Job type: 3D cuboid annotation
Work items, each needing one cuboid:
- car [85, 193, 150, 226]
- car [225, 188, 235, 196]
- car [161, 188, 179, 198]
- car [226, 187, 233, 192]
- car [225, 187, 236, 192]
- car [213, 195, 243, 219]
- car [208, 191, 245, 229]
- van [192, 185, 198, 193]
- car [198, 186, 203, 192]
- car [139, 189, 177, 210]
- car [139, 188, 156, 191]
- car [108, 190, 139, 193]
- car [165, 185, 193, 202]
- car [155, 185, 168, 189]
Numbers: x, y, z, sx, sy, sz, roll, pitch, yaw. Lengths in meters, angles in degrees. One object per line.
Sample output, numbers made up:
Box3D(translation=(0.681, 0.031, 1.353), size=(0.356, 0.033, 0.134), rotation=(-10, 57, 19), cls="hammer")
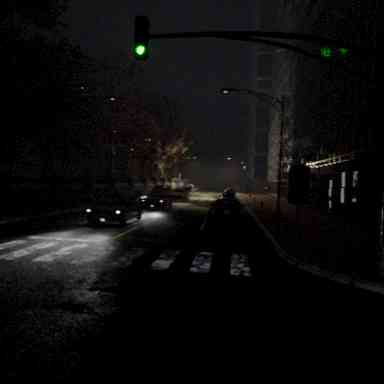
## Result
Box3D(translation=(-3.948, 0.943, 17.841), size=(1.895, 1.301, 4.718), rotation=(2, 2, 7), cls="car")
Box3D(translation=(7.215, 0.000, 63.693), size=(1.752, 1.417, 4.829), rotation=(3, 2, 7), cls="car")
Box3D(translation=(-3.095, 0.128, 47.561), size=(1.802, 1.307, 4.206), rotation=(3, 2, 7), cls="car")
Box3D(translation=(10.474, -0.656, 91.734), size=(1.802, 1.307, 4.206), rotation=(3, 2, 7), cls="car")
Box3D(translation=(5.224, 0.457, 46.598), size=(1.947, 1.339, 4.313), rotation=(3, 2, 7), cls="car")
Box3D(translation=(2.601, 0.987, 24.031), size=(1.947, 1.339, 4.313), rotation=(3, 2, 7), cls="car")
Box3D(translation=(1.950, 0.993, 18.387), size=(1.967, 1.590, 4.097), rotation=(3, 2, 7), cls="car")
Box3D(translation=(-0.458, -0.666, 70.129), size=(1.690, 1.788, 3.998), rotation=(3, 2, 7), cls="van")
Box3D(translation=(0.844, -0.712, 81.423), size=(1.802, 1.307, 4.206), rotation=(3, 2, 7), cls="car")
Box3D(translation=(-2.795, 0.712, 27.757), size=(1.895, 1.301, 4.718), rotation=(2, 2, 7), cls="car")
Box3D(translation=(-5.062, 0.496, 30.631), size=(2.008, 1.369, 4.403), rotation=(3, 2, 7), cls="car")
Box3D(translation=(-5.717, 0.621, 24.987), size=(1.887, 1.381, 4.507), rotation=(3, 2, 7), cls="car")
Box3D(translation=(-1.420, 0.317, 39.419), size=(1.882, 1.535, 5.008), rotation=(2, 1, 7), cls="car")
Box3D(translation=(-3.740, -0.004, 41.911), size=(2.192, 1.841, 5.009), rotation=(3, 2, 7), cls="car")
